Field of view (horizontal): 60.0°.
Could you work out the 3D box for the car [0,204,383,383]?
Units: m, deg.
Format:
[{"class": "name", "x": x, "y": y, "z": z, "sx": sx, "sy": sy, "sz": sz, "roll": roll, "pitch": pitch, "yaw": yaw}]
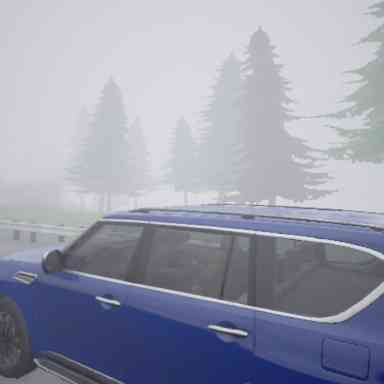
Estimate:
[{"class": "car", "x": -0.074, "y": 1.146, "z": 3.684, "sx": 5.566, "sy": 2.045, "sz": 2.150, "roll": 2, "pitch": 1, "yaw": 33}]
